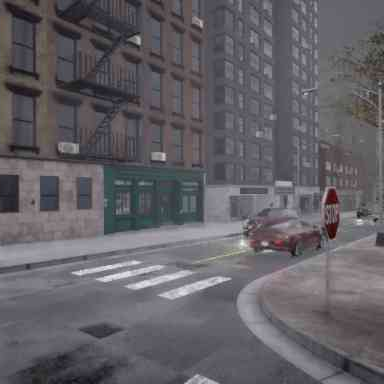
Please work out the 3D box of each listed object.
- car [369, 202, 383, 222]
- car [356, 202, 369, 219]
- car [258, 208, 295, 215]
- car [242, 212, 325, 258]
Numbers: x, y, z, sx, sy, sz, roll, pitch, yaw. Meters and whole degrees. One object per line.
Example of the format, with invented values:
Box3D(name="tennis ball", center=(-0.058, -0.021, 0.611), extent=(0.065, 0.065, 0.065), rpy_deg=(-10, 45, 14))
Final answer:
Box3D(name="car", center=(20.469, 2.114, 34.666), extent=(2.150, 2.045, 5.566), rpy_deg=(0, -1, 39))
Box3D(name="car", center=(22.155, 2.266, 41.385), extent=(2.150, 2.045, 5.566), rpy_deg=(0, -2, 39))
Box3D(name="car", center=(4.858, 1.757, 19.818), extent=(2.097, 1.767, 4.553), rpy_deg=(0, -2, 39))
Box3D(name="car", center=(4.155, 1.808, 14.206), extent=(1.812, 1.442, 4.674), rpy_deg=(0, -2, 39))
